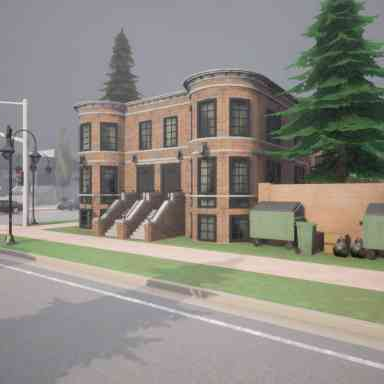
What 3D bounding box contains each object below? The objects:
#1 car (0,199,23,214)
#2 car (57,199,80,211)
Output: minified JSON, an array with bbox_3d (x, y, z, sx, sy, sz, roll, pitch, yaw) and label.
[{"bbox_3d":[-19.580,1.505,33.504,1.837,1.490,4.892,0,0,35],"label":"car"},{"bbox_3d":[-14.466,1.564,41.117,1.994,1.385,4.181,0,0,32],"label":"car"}]
